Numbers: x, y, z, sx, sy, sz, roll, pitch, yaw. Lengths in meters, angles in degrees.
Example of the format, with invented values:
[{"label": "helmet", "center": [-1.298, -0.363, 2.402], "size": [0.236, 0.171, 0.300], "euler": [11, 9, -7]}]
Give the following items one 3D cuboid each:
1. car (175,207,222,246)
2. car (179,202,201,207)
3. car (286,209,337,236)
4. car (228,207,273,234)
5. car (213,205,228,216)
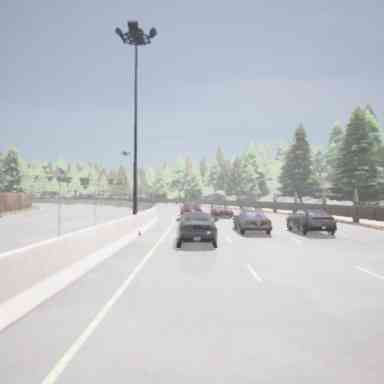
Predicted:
[{"label": "car", "center": [0.239, 1.729, 16.367], "size": [1.837, 1.490, 4.892], "euler": [0, 0, 1]}, {"label": "car", "center": [-0.183, 1.799, 33.438], "size": [2.097, 1.767, 4.553], "euler": [0, -1, -4]}, {"label": "car", "center": [7.275, 1.807, 20.673], "size": [2.128, 1.511, 4.902], "euler": [0, -1, 0]}, {"label": "car", "center": [3.778, 1.854, 21.331], "size": [2.033, 1.411, 5.357], "euler": [0, -1, 0]}, {"label": "car", "center": [3.056, 2.102, 36.192], "size": [1.895, 1.301, 4.718], "euler": [0, -1, -5]}]
